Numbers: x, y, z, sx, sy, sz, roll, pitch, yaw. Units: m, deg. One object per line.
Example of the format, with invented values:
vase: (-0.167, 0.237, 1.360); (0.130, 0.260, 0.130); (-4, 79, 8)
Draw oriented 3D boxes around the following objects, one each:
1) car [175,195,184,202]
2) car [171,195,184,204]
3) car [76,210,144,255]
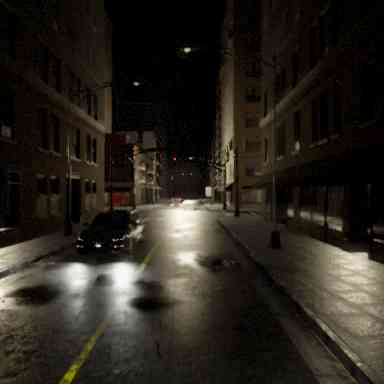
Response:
car: (-2.999, 1.543, 80.544); (2.033, 1.411, 5.357); (0, 0, 0)
car: (-3.014, 1.393, 65.206); (2.097, 1.767, 4.553); (0, 0, 0)
car: (-3.082, 1.519, 13.384); (1.837, 1.490, 4.892); (0, 0, 0)
